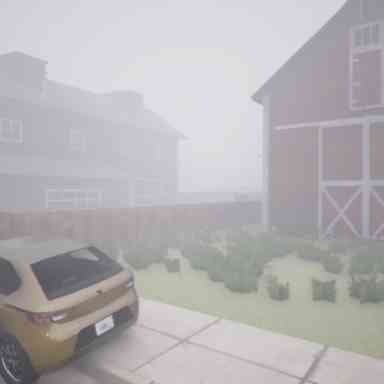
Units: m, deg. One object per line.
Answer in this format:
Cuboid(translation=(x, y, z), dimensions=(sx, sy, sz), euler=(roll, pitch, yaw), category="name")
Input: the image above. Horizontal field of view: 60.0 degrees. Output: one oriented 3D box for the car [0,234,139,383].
Cuboid(translation=(-2.821, 1.433, 5.234), dimensions=(4.193, 1.474, 1.816), euler=(1, 6, 33), category="car")
